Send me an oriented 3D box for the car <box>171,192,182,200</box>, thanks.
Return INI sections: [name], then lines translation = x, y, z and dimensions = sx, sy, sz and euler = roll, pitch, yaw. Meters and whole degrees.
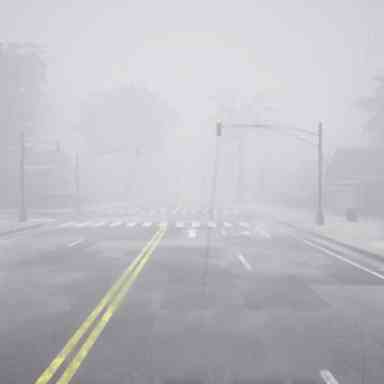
[car]
translation = -3.244, 0.779, 70.422
dimensions = 2.097, 1.767, 4.553
euler = 0, 0, 0
